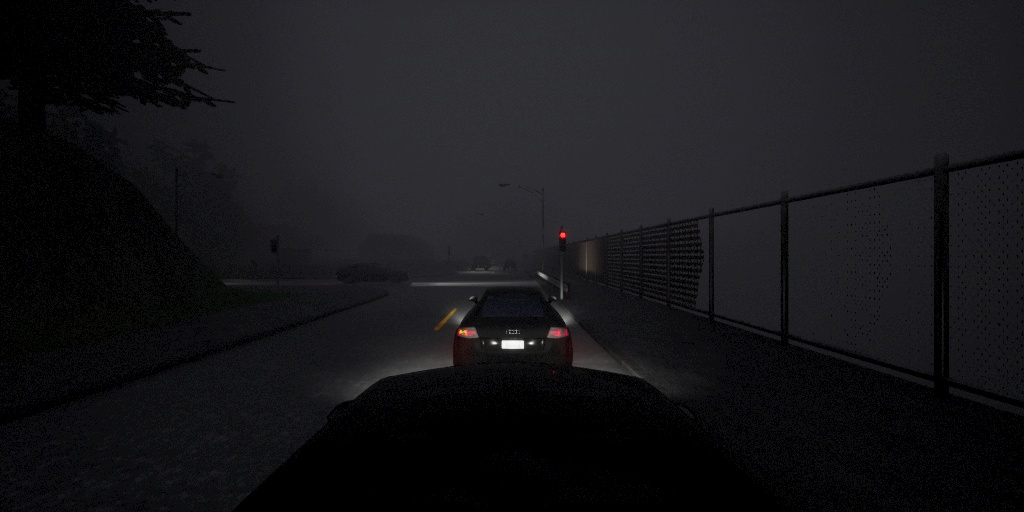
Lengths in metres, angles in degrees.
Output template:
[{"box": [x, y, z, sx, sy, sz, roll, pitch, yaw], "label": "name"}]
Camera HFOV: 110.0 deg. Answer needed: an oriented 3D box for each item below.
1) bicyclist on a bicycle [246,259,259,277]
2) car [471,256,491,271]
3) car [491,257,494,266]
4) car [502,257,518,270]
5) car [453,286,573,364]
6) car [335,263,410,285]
[{"box": [-24.042, 1.099, 33.271, 0.582, 1.620, 1.656, 0, 0, 0], "label": "bicyclist on a bicycle"}, {"box": [-4.482, 0.972, 50.585, 2.150, 2.045, 5.566, 0, 0, 0], "label": "car"}, {"box": [-4.542, 1.276, 60.501, 1.812, 1.442, 4.674, 0, 0, 0], "label": "car"}, {"box": [-0.282, 1.255, 50.843, 1.837, 1.490, 4.892, 0, 0, -1], "label": "car"}, {"box": [0.019, 1.314, 7.450, 1.994, 1.385, 4.181, 0, 0, 0], "label": "car"}, {"box": [-9.785, 1.242, 25.319, 4.902, 1.511, 2.128, 0, 0, -7], "label": "car"}]
